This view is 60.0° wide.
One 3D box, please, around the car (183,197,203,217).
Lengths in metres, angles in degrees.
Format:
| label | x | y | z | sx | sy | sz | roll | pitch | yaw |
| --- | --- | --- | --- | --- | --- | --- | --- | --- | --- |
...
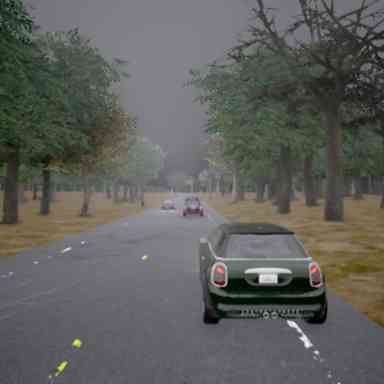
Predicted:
| label | x | y | z | sx | sy | sz | roll | pitch | yaw |
| --- | --- | --- | --- | --- | --- | --- | --- | --- | --- |
| car | 0.120 | 1.689 | 35.958 | 2.097 | 1.767 | 4.553 | 0 | 0 | 0 |

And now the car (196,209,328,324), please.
| label | x | y | z | sx | sy | sz | roll | pitch | yaw |
| --- | --- | --- | --- | --- | --- | --- | --- | --- | --- |
| car | 1.233 | 1.438 | 7.489 | 2.097 | 1.767 | 4.553 | 0 | -1 | 0 |

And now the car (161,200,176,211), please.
| label | x | y | z | sx | sy | sz | roll | pitch | yaw |
| --- | --- | --- | --- | --- | --- | --- | --- | --- | --- |
| car | -3.443 | 1.905 | 48.526 | 1.812 | 1.442 | 4.674 | 0 | 0 | 0 |
